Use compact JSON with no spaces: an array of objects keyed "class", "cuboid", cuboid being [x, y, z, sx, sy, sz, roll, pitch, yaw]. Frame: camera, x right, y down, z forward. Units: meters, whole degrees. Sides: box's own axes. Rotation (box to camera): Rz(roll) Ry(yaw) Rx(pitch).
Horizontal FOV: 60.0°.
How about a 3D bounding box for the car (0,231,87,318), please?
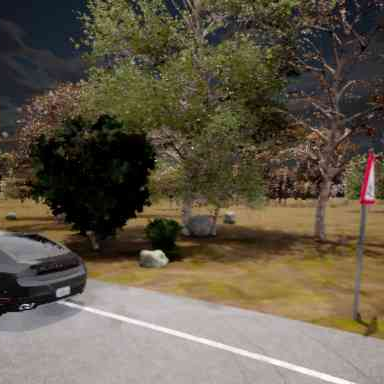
[{"class":"car","cuboid":[-4.533,1.643,7.440,4.892,1.490,1.837,0,-1,29]}]
